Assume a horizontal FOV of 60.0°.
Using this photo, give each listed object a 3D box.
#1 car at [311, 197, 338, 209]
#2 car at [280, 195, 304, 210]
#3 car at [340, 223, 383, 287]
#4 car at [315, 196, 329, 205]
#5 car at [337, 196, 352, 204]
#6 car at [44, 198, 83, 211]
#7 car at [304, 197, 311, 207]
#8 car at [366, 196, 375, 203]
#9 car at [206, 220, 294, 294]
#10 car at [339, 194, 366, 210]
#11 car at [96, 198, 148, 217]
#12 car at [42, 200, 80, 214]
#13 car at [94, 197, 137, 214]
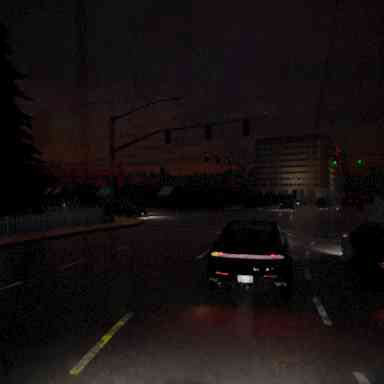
[{"bbox_3d":[19.126,1.610,47.865,2.033,1.411,5.357,0,0,32],"label":"car"},{"bbox_3d":[13.357,1.563,45.165,1.837,1.490,4.892,0,0,32],"label":"car"},{"bbox_3d":[5.343,1.560,9.034,2.033,1.411,5.357,0,0,17],"label":"car"},{"bbox_3d":[25.100,1.610,64.153,1.812,1.442,4.674,0,0,32],"label":"car"},{"bbox_3d":[30.193,1.627,65.760,2.033,1.411,5.357,0,0,31],"label":"car"},{"bbox_3d":[-16.423,1.595,42.502,4.902,1.511,2.128,0,0,32],"label":"car"},{"bbox_3d":[18.100,1.595,52.870,1.812,1.442,4.674,0,0,32],"label":"car"},{"bbox_3d":[39.810,1.578,74.768,1.882,1.535,5.008,0,0,31],"label":"car"},{"bbox_3d":[1.653,1.504,8.939,2.128,1.511,4.902,0,0,14],"label":"car"},{"bbox_3d":[21.792,1.282,45.073,2.150,2.045,5.566,0,0,31],"label":"car"},{"bbox_3d":[-6.866,1.642,32.432,5.357,1.411,2.033,0,0,32],"label":"car"},{"bbox_3d":[-14.834,1.451,37.392,4.553,1.767,2.097,0,0,32],"label":"car"},{"bbox_3d":[-8.717,1.453,37.705,4.553,1.767,2.097,0,0,32],"label":"car"}]
